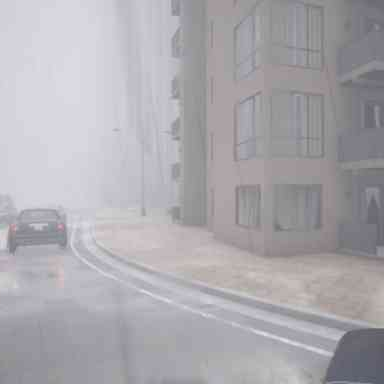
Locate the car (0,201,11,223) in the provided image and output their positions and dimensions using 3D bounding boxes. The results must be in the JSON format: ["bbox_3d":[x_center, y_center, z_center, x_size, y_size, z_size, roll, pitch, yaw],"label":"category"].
[{"bbox_3d":[-13.705,1.638,23.810,1.812,1.442,4.674,0,0,-19],"label":"car"}]

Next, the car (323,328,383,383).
[{"bbox_3d":[3.480,1.542,1.694,5.357,1.411,2.033,0,0,32],"label":"car"}]

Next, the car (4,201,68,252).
[{"bbox_3d":[-6.694,1.415,14.587,2.097,1.767,4.553,0,0,-24],"label":"car"}]

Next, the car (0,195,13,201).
[{"bbox_3d":[-21.593,1.399,36.416,5.566,2.045,2.150,0,0,38],"label":"car"}]

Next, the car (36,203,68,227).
[{"bbox_3d":[-10.435,1.632,25.061,1.812,1.442,4.674,0,0,-18],"label":"car"}]
